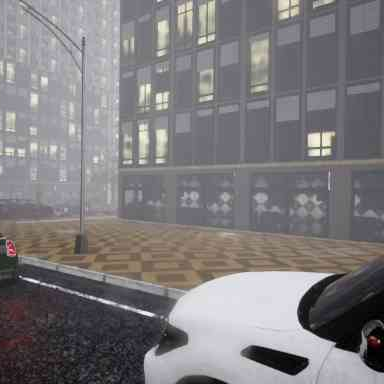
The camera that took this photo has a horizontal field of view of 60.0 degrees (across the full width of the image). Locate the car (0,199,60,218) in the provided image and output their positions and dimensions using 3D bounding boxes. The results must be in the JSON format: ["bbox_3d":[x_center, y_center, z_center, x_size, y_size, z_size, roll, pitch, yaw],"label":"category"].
[{"bbox_3d":[-15.199,1.518,30.221,2.192,1.841,5.009,1,0,36],"label":"car"}]

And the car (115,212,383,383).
[{"bbox_3d":[2.232,1.222,2.091,5.566,2.045,2.150,0,0,36],"label":"car"}]

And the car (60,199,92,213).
[{"bbox_3d":[-14.637,1.692,40.744,1.837,1.490,4.892,1,0,36],"label":"car"}]

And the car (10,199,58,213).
[{"bbox_3d":[-18.712,1.641,39.590,1.752,1.417,4.829,1,0,36],"label":"car"}]

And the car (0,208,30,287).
[{"bbox_3d":[-6.237,1.348,8.106,4.553,1.767,2.097,0,0,35],"label":"car"}]

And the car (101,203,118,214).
[{"bbox_3d":[-8.417,1.829,39.444,1.752,1.417,4.829,1,0,36],"label":"car"}]
